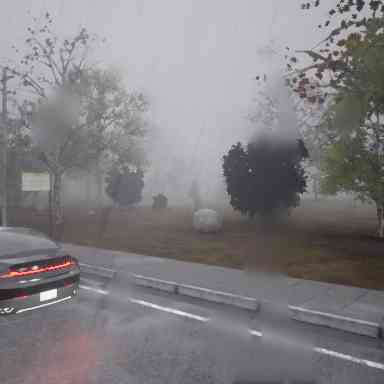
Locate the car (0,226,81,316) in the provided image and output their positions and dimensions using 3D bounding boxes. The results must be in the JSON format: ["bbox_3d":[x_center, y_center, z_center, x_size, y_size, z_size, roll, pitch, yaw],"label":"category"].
[{"bbox_3d":[-4.375,1.505,7.111,4.892,1.490,1.837,0,0,37],"label":"car"}]
